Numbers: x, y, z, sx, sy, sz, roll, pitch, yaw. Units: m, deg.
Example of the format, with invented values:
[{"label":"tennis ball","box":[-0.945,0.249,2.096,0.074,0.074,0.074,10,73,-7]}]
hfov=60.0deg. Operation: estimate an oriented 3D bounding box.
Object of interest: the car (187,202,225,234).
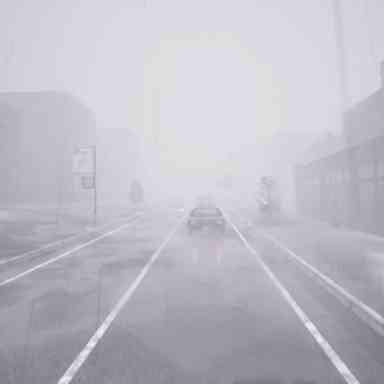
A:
[{"label":"car","box":[0.777,1.472,18.310,1.895,1.301,4.718,-1,0,2]}]

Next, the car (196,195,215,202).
[{"label":"car","box":[1.489,1.126,36.791,2.097,1.767,4.553,-1,0,2]}]

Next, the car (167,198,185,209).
[{"label":"car","box":[-1.915,1.396,41.520,1.994,1.385,4.181,-1,0,2]}]
